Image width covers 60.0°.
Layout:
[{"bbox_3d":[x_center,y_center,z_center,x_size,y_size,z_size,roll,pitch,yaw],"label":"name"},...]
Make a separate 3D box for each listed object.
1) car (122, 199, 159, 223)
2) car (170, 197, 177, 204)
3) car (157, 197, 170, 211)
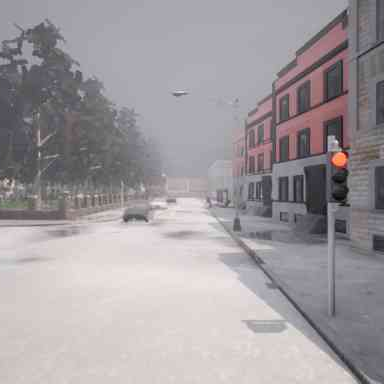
[{"bbox_3d":[-4.077,1.547,26.147,2.033,1.411,5.357,0,0,0],"label":"car"},{"bbox_3d":[-3.959,1.601,65.245,1.895,1.301,4.718,0,0,0],"label":"car"},{"bbox_3d":[-4.052,1.526,41.353,1.812,1.442,4.674,0,0,0],"label":"car"}]
